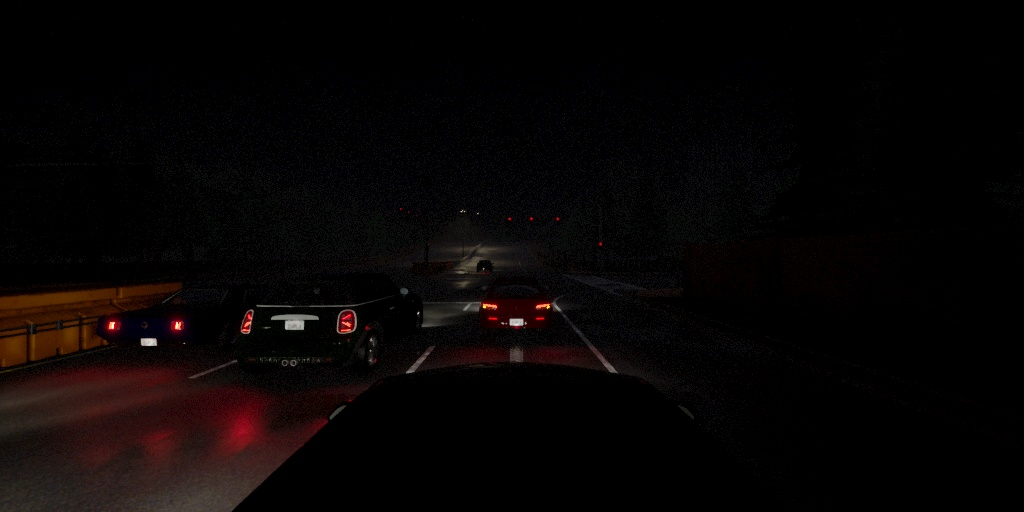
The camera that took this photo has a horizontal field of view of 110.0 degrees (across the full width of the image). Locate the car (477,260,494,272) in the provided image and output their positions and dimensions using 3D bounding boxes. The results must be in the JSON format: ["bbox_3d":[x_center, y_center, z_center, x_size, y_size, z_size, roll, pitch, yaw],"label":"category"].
[{"bbox_3d":[-3.410,1.259,45.475,1.837,1.490,4.892,0,0,0],"label":"car"}]

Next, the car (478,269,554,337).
[{"bbox_3d":[0.097,1.277,10.119,1.812,1.442,4.674,0,0,0],"label":"car"}]

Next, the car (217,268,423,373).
[{"bbox_3d":[-3.400,1.103,7.729,2.097,1.767,4.553,0,0,0],"label":"car"}]

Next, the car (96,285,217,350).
[{"bbox_3d":[-6.902,1.352,9.042,1.895,1.301,4.718,0,0,0],"label":"car"}]
